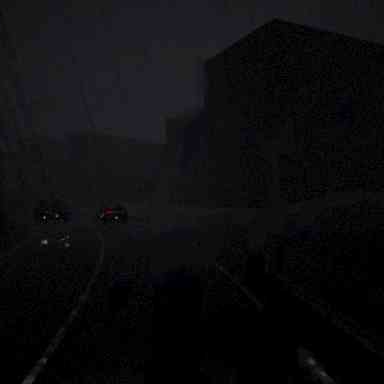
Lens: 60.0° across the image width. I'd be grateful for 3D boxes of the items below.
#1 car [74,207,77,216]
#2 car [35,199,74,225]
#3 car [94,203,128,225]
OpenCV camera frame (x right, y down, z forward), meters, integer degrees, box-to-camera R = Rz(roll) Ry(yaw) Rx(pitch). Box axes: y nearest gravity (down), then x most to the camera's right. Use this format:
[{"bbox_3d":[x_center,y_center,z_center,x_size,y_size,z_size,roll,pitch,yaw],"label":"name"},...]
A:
[{"bbox_3d":[-14.784,2.054,38.368,1.812,1.442,4.674,-3,1,-39],"label":"car"},{"bbox_3d":[-12.069,1.610,28.524,2.150,2.045,5.566,-2,-1,-32],"label":"car"},{"bbox_3d":[-6.267,1.629,25.297,2.128,1.511,4.902,-2,0,-25],"label":"car"}]
